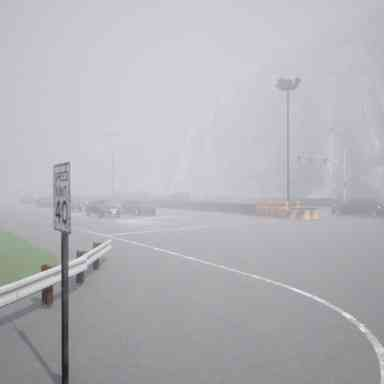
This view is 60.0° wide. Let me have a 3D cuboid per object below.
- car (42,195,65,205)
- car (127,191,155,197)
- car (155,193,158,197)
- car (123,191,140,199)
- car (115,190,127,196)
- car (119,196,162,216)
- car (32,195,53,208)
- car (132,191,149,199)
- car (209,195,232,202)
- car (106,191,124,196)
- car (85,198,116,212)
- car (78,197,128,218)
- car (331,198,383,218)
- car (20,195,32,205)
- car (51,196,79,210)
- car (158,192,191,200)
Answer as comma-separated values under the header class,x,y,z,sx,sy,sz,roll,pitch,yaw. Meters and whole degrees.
class,x,y,z,sx,sy,sz,roll,pitch,yaw
car,-22.497,1.237,53.983,2.033,1.411,5.357,0,1,-38
car,-10.379,0.831,67.162,2.150,2.045,5.566,0,1,-38
car,-7.921,0.951,69.536,2.097,1.767,4.553,0,1,-38
car,-14.086,0.741,77.416,2.097,1.767,4.553,0,1,-38
car,-16.870,0.661,75.295,2.150,2.045,5.566,0,1,-38
car,-5.229,1.430,31.898,1.837,1.490,4.892,0,0,-38
car,-19.485,1.318,44.406,1.837,1.490,4.892,0,1,-38
car,-12.690,0.734,81.313,2.097,1.767,4.553,0,1,-38
car,4.970,1.282,58.902,2.128,1.511,4.902,0,1,-38
car,-16.531,1.034,69.219,1.837,1.490,4.892,0,1,-38
car,-10.708,1.449,38.857,1.994,1.385,4.181,0,0,-38
car,-8.044,1.424,29.816,2.128,1.511,4.902,0,0,-38
car,14.802,1.281,29.494,2.097,1.767,4.553,0,0,-38
car,-25.715,1.213,52.424,1.812,1.442,4.674,0,1,-37
car,-13.770,1.491,37.093,1.895,1.301,4.718,0,0,-38
car,-2.390,1.049,51.267,2.150,2.045,5.566,0,1,-38
